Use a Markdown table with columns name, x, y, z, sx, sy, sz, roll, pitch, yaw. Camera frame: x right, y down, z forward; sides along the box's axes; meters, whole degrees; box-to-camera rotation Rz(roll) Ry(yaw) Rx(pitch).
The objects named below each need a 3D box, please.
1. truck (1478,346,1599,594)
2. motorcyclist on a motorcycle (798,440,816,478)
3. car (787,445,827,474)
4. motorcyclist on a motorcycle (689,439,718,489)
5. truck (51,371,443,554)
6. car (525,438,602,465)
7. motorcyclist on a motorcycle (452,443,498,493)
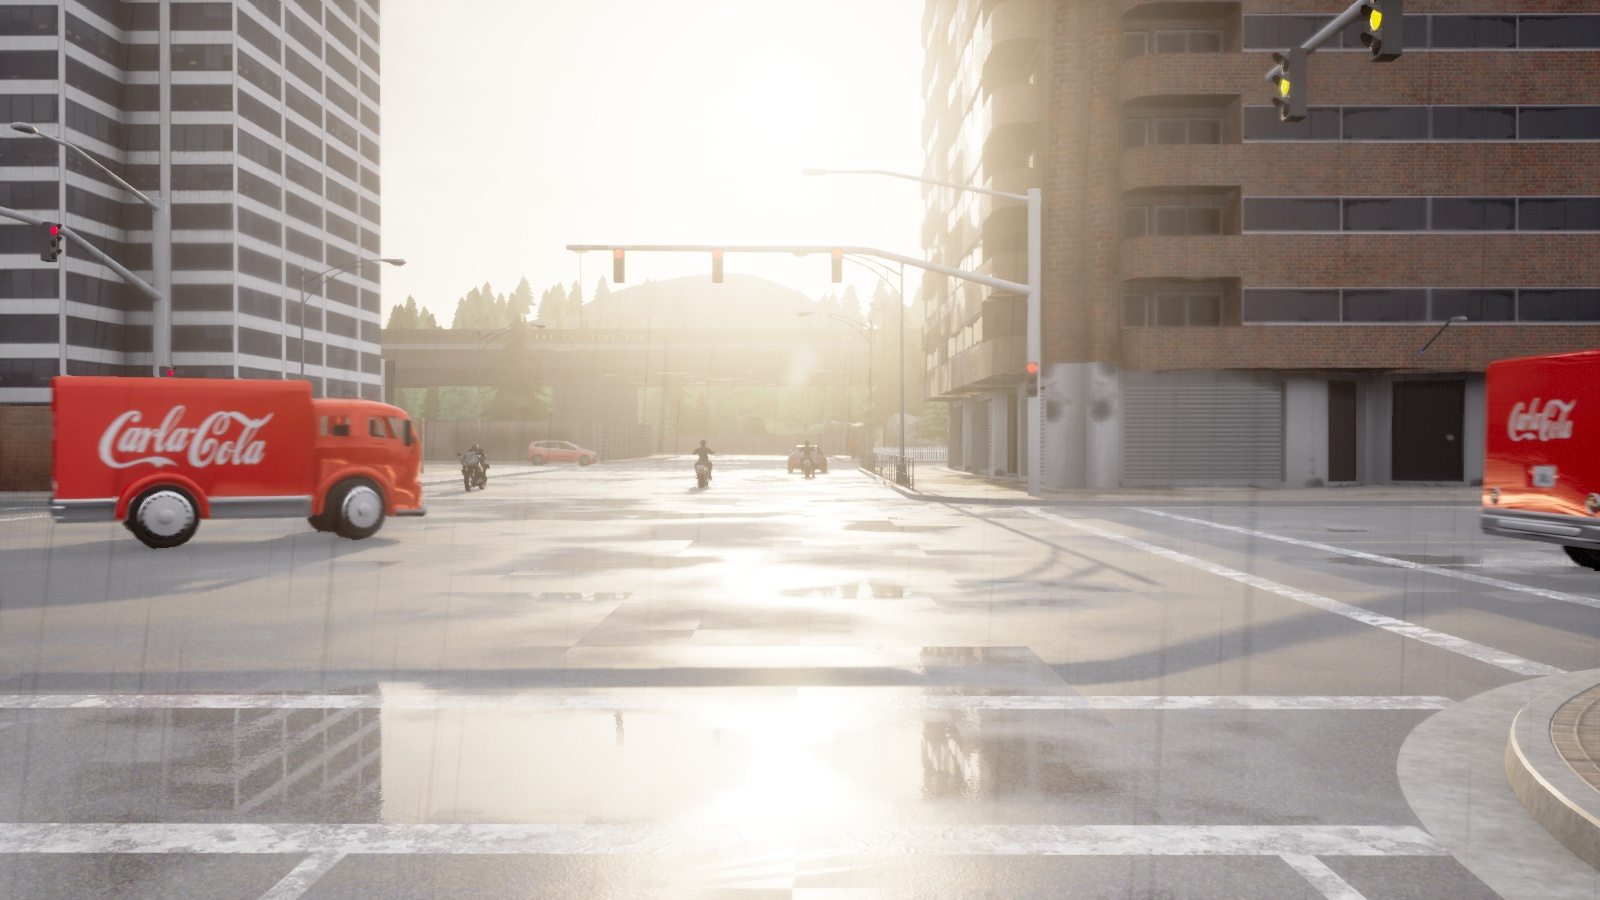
| name | x | y | z | sx | sy | sz | roll | pitch | yaw |
| --- | --- | --- | --- | --- | --- | --- | --- | --- | --- |
| truck | 10.576 | 0.192 | 13.449 | 5.204 | 2.467 | 2.627 | 0 | 0 | 1 |
| motorcyclist on a motorcycle | 0.320 | 0.386 | 55.093 | 0.766 | 1.649 | 2.350 | 0 | 0 | 1 |
| car | 0.367 | 0.450 | 63.841 | 1.994 | 1.385 | 4.181 | 0 | 0 | 0 |
| motorcyclist on a motorcycle | -3.247 | 0.455 | 42.470 | 0.766 | 1.649 | 2.350 | 0 | 0 | 0 |
| truck | -8.513 | 0.141 | 19.428 | 5.204 | 2.467 | 2.627 | 0 | 1 | -32 |
| car | -15.171 | 0.096 | 80.804 | 4.611 | 1.667 | 2.242 | 1 | 0 | -3 |
| motorcyclist on a motorcycle | -10.265 | 0.549 | 39.709 | 0.866 | 1.530 | 2.191 | 0 | 0 | 0 |
